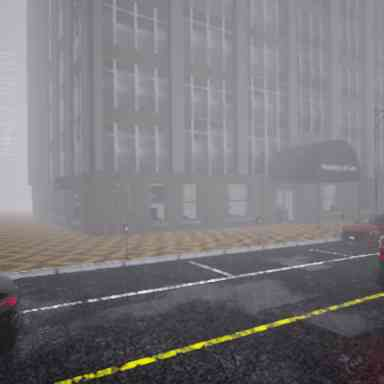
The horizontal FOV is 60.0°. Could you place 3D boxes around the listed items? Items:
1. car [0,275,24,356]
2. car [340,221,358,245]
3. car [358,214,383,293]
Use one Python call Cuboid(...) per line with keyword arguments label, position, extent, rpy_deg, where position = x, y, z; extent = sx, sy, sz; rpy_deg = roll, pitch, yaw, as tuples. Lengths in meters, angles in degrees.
Cuboid(label="car", position=(-4.420, 1.615, 4.093), extent=(4.181, 1.385, 1.994), rpy_deg=(0, -1, -31))
Cuboid(label="car", position=(8.569, 1.662, 15.015), extent=(4.507, 1.381, 1.887), rpy_deg=(0, -1, -31))
Cuboid(label="car", position=(6.074, 1.269, 6.720), extent=(5.566, 2.045, 2.150), rpy_deg=(0, -1, -31))
